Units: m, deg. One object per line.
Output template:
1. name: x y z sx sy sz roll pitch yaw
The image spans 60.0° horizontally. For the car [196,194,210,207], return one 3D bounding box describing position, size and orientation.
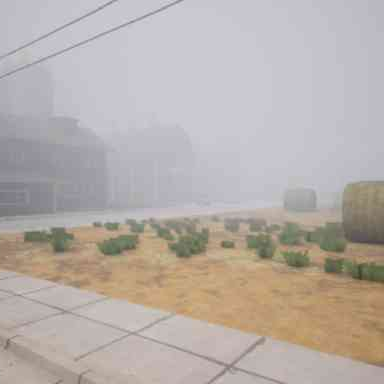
1. car: 1.846 1.394 56.861 1.905 1.878 3.866 5 1 -8
